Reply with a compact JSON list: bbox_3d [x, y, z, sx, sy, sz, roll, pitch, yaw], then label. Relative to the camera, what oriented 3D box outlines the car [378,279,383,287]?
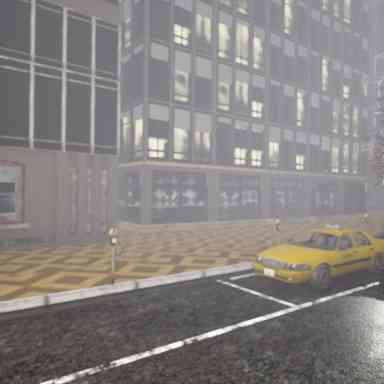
[{"bbox_3d":[6.258,1.652,7.858,4.181,1.385,1.994,1,0,-36],"label":"car"}]

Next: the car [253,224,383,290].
[{"bbox_3d":[3.792,1.603,9.273,4.829,1.417,1.752,1,0,-36],"label":"car"}]
